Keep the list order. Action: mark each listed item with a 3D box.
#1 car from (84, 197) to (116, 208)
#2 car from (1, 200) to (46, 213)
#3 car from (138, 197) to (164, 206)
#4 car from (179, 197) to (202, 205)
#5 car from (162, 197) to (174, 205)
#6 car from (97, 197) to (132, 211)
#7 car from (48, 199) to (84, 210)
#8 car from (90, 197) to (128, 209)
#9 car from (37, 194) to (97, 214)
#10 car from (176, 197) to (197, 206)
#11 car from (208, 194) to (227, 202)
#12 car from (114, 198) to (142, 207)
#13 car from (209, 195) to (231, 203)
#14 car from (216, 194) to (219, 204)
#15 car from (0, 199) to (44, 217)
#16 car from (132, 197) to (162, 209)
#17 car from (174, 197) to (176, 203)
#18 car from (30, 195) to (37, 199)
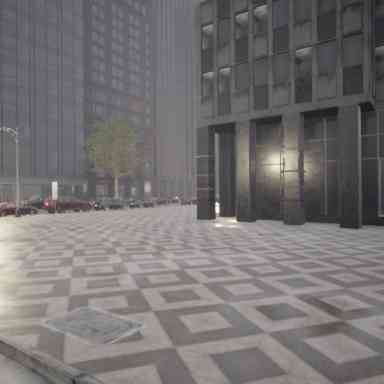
[{"bbox_3d":[-13.425,1.485,48.647,1.967,1.590,4.097,-1,0,35],"label":"car"},{"bbox_3d":[-19.843,1.643,39.374,1.947,1.339,4.313,-1,0,35],"label":"car"},{"bbox_3d":[-7.101,1.545,57.780,1.752,1.417,4.829,-1,0,35],"label":"car"},{"bbox_3d":[-0.189,1.506,57.294,1.994,1.385,4.181,-1,0,34],"label":"car"},{"bbox_3d":[-5.669,1.590,54.922,1.895,1.301,4.718,-1,0,35],"label":"car"},{"bbox_3d":[-9.627,1.525,39.155,1.947,1.339,4.313,-1,0,35],"label":"car"},{"bbox_3d":[-16.634,1.643,44.010,1.802,1.307,4.206,-1,0,35],"label":"car"},{"bbox_3d":[-11.521,1.506,46.539,2.128,1.511,4.902,-1,0,35],"label":"car"},{"bbox_3d":[-12.839,1.291,34.520,2.192,1.841,5.009,-1,0,35],"label":"car"},{"bbox_3d":[0.001,1.463,53.063,1.887,1.381,4.507,-1,0,35],"label":"car"},{"bbox_3d":[5.835,1.296,76.468,2.192,1.841,5.009,-1,0,35],"label":"car"},{"bbox_3d":[-10.214,1.614,53.283,1.802,1.307,4.206,-1,0,35],"label":"car"},{"bbox_3d":[5.489,1.417,65.510,2.128,1.511,4.902,-1,0,35],"label":"car"},{"bbox_3d":[3.209,1.222,57.700,2.192,1.841,5.009,-1,0,35],"label":"car"},{"bbox_3d":[-16.046,1.577,29.882,1.802,1.307,4.206,-1,0,35],"label":"car"},{"bbox_3d":[-6.418,1.510,43.790,1.947,1.339,4.313,-1,0,35],"label":"car"},{"bbox_3d":[-3.794,1.575,62.557,1.947,1.339,4.313,-1,0,35],"label":"car"},{"bbox_3d":[-17.241,1.265,38.304,2.150,2.045,5.566,-1,0,35],"label":"car"}]
